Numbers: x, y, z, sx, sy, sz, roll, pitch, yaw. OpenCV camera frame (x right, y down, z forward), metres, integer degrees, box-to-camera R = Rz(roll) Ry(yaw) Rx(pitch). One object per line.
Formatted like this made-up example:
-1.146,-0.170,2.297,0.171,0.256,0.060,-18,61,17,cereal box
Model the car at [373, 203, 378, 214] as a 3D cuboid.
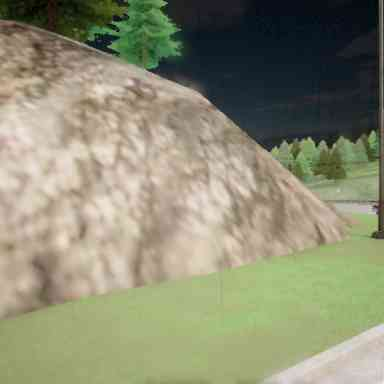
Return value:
19.073,1.274,31.332,2.097,1.767,4.553,-1,0,0,car
